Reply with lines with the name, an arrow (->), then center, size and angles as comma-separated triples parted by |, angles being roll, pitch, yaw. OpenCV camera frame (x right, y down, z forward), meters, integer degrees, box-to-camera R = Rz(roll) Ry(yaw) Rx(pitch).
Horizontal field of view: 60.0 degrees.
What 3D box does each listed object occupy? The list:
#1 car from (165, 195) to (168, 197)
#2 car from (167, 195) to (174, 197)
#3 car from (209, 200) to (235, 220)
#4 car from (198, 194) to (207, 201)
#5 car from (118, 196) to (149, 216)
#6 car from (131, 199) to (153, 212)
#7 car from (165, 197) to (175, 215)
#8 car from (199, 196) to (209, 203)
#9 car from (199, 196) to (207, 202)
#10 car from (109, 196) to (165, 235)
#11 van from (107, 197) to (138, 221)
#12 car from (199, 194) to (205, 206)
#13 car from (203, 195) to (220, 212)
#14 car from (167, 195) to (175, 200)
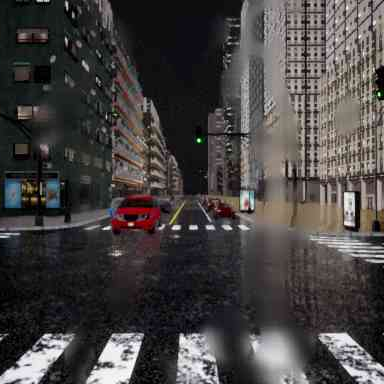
car -> -5.829, 1.494, 77.624 | 1.967, 1.590, 4.097 | 0, 0, 0
car -> -3.118, 1.447, 62.942 | 1.895, 1.301, 4.718 | 0, 0, 0
car -> 2.645, 1.592, 27.890 | 1.802, 1.307, 4.206 | 0, 0, 0
car -> 2.542, 1.376, 83.167 | 2.192, 1.841, 5.009 | 0, 0, 0
car -> -5.744, 1.329, 33.403 | 2.192, 1.841, 5.009 | 0, 0, 0
car -> -5.757, 1.562, 38.931 | 1.887, 1.381, 4.507 | 0, 0, 0
car -> -3.065, 1.562, 34.430 | 2.033, 1.411, 5.357 | 0, 0, 0
car -> 2.561, 1.592, 72.112 | 1.887, 1.381, 4.507 | 0, 0, 0
car -> 2.551, 1.636, 77.639 | 1.802, 1.307, 4.206 | 0, 0, 0
car -> -3.036, 1.246, 19.258 | 2.150, 2.045, 5.566 | 0, 0, 0
van -> -5.734, 1.352, 27.876 | 1.690, 1.788, 3.998 | 0, 0, 0
car -> 2.593, 1.469, 55.529 | 1.967, 1.590, 4.097 | 0, 0, 0
car -> 2.625, 1.457, 38.946 | 1.967, 1.590, 4.097 | 0, 0, 0
car -> -5.861, 1.643, 94.207 | 1.947, 1.339, 4.313 | 0, 0, 0
